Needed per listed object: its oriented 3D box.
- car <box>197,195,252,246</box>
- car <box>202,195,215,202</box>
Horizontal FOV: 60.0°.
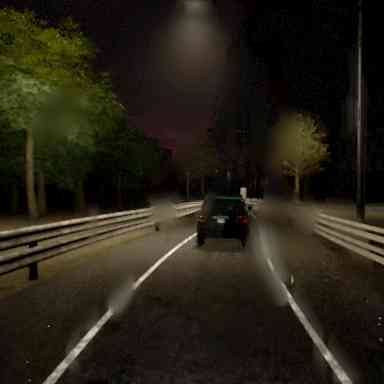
[{"bbox_3d":[1.601,1.230,15.622,2.150,2.045,5.566,0,0,10],"label":"car"},{"bbox_3d":[3.570,1.418,73.078,1.882,1.535,5.008,0,0,-9],"label":"car"}]
